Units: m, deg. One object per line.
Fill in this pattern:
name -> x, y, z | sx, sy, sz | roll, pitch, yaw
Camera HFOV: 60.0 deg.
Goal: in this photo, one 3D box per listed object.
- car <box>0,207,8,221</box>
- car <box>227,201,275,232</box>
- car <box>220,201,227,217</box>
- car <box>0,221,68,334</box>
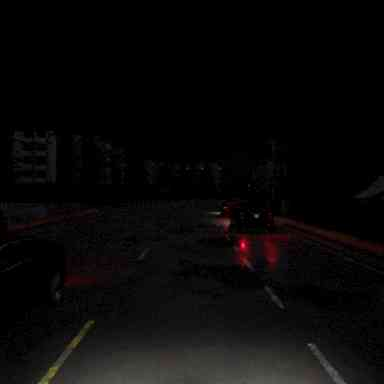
car -> -7.083, 1.221, 8.685 | 2.150, 2.045, 5.566 | 0, 0, 0
car -> 3.555, 1.347, 20.350 | 2.097, 1.767, 4.553 | 0, 0, 0
car -> 3.647, 1.517, 31.014 | 1.812, 1.442, 4.674 | 0, 0, 3
car -> -3.588, 1.491, 5.257 | 2.128, 1.511, 4.902 | 0, 0, 0
